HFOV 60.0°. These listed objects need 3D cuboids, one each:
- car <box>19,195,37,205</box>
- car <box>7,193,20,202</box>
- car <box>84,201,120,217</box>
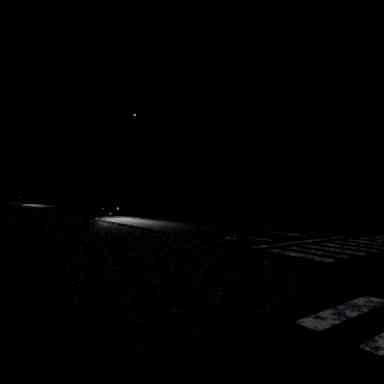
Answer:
[{"bbox_3d":[-29.262,1.576,59.973,1.895,1.301,4.718,1,0,-36],"label":"car"},{"bbox_3d":[-40.447,1.211,75.555,2.150,2.045,5.566,1,-1,-36],"label":"car"},{"bbox_3d":[-8.431,1.557,30.966,1.895,1.301,4.718,1,0,-36],"label":"car"}]
